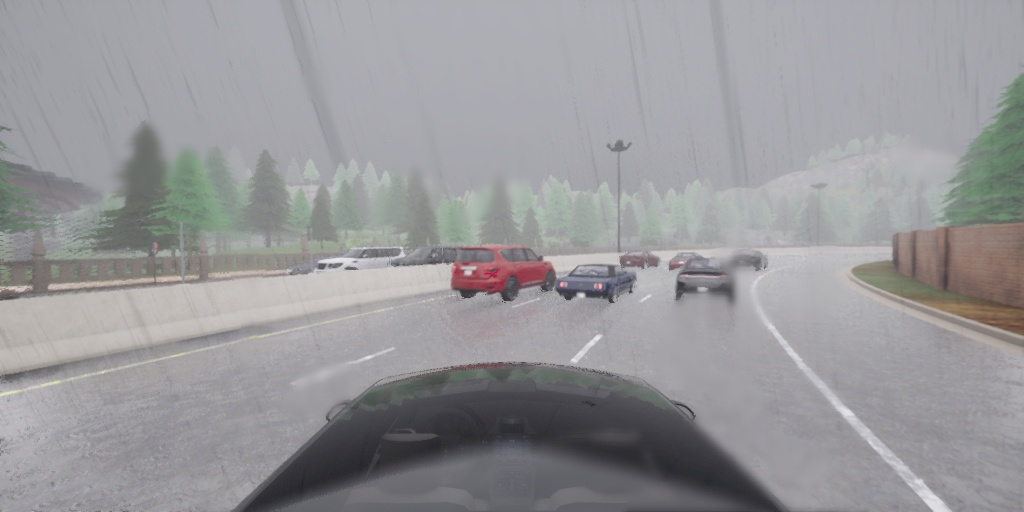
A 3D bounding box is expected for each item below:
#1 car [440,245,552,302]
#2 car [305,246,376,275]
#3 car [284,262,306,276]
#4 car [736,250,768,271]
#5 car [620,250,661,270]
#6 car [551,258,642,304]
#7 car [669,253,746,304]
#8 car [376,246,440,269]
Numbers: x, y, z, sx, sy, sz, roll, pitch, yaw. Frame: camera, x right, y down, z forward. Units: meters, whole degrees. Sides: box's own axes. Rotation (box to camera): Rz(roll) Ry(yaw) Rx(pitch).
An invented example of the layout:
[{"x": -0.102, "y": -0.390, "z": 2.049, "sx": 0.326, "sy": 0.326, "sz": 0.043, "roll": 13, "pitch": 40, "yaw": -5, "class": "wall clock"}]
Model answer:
[{"x": -0.150, "y": 0.575, "z": 14.632, "sx": 2.150, "sy": 2.045, "sz": 5.566, "roll": 0, "pitch": 2, "yaw": 30, "class": "car"}, {"x": -8.670, "y": 0.446, "z": 21.224, "sx": 2.150, "sy": 2.045, "sz": 5.566, "roll": 0, "pitch": 2, "yaw": 31, "class": "car"}, {"x": -11.728, "y": 0.692, "z": 22.829, "sx": 2.128, "sy": 1.511, "sz": 4.902, "roll": 0, "pitch": 2, "yaw": 31, "class": "car"}, {"x": 18.323, "y": 0.270, "z": 27.642, "sx": 1.882, "sy": 1.535, "sz": 5.008, "roll": 1, "pitch": 2, "yaw": 43, "class": "car"}, {"x": 10.622, "y": 0.278, "z": 29.548, "sx": 1.882, "sy": 1.535, "sz": 5.008, "roll": 1, "pitch": 2, "yaw": 41, "class": "car"}, {"x": 3.447, "y": 0.946, "z": 13.874, "sx": 1.895, "sy": 1.301, "sz": 4.718, "roll": 1, "pitch": 2, "yaw": 31, "class": "car"}, {"x": 7.407, "y": 0.811, "z": 13.575, "sx": 2.128, "sy": 1.511, "sz": 4.902, "roll": 1, "pitch": 2, "yaw": 31, "class": "car"}, {"x": -4.734, "y": 0.419, "z": 20.953, "sx": 2.150, "sy": 2.045, "sz": 5.566, "roll": 1, "pitch": 2, "yaw": 32, "class": "car"}]
